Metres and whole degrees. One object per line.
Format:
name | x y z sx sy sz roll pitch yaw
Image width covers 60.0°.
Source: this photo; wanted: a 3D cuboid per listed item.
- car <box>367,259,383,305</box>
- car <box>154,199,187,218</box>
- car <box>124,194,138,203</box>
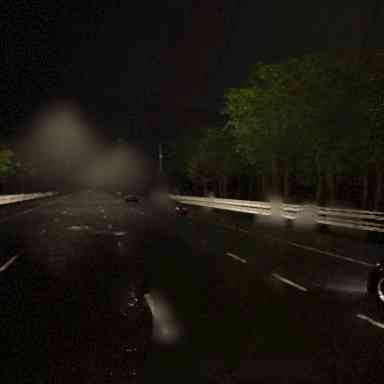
car | 5.051 1.571 5.392 1.994 1.385 4.181 0 0 -17
car | -1.888 1.335 28.172 2.033 1.411 5.357 0 0 -17
car | -10.270 1.091 55.805 1.994 1.385 4.181 0 0 -16
